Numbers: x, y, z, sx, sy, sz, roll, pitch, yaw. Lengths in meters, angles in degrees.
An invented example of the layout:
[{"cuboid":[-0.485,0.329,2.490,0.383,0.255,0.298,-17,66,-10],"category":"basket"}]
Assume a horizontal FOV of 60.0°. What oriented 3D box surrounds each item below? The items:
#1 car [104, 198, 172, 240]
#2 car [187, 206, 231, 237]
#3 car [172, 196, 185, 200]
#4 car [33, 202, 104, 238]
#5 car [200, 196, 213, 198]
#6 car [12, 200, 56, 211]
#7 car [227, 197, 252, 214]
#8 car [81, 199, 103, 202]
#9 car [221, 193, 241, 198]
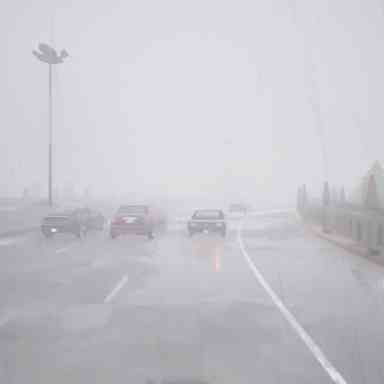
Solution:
[{"cuboid":[-2.607,1.353,17.353,2.097,1.767,4.553,0,0,6],"category":"car"},{"cuboid":[0.967,1.601,18.116,1.895,1.301,4.718,0,0,7],"category":"car"},{"cuboid":[-3.168,1.528,66.035,1.812,1.442,4.674,0,0,33],"category":"car"},{"cuboid":[-6.098,1.506,17.745,1.837,1.490,4.892,0,0,7],"category":"car"},{"cuboid":[2.782,1.517,68.446,2.128,1.511,4.902,0,0,34],"category":"car"},{"cuboid":[-14.508,1.507,31.087,1.837,1.490,4.892,0,0,14],"category":"car"},{"cuboid":[5.139,1.526,35.407,1.812,1.442,4.674,0,0,19],"category":"car"},{"cuboid":[-10.283,1.480,33.501,1.882,1.535,5.008,0,0,16],"category":"car"},{"cuboid":[8.167,1.159,69.707,2.150,2.045,5.566,0,0,37],"category":"car"}]
